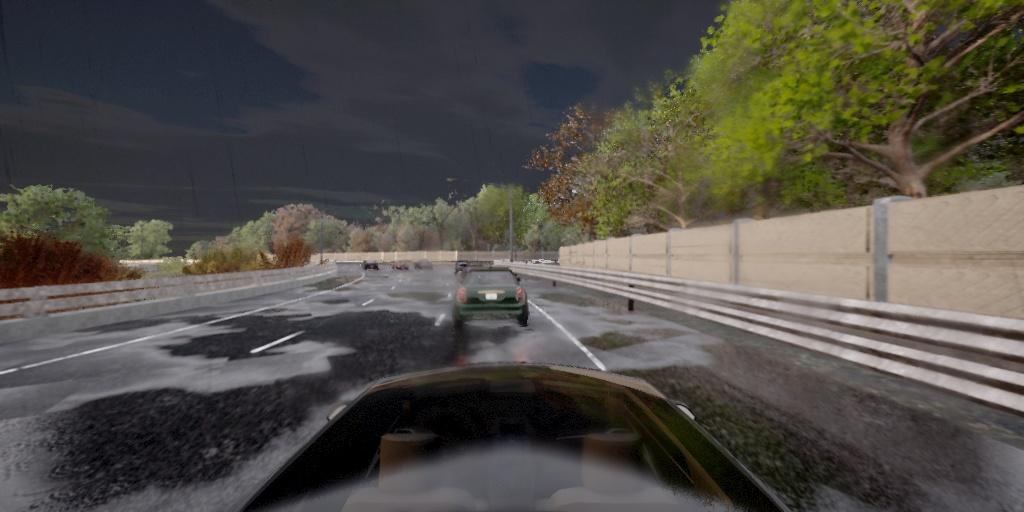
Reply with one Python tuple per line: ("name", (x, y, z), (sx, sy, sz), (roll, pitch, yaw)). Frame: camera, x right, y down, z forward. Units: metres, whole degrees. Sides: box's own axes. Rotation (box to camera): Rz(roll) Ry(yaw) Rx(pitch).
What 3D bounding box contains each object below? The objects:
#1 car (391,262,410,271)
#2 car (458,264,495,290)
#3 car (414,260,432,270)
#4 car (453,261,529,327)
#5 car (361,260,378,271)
("car", (-16.177, 1.462, 51.736), (1.895, 1.301, 4.718), (0, 0, -28))
("car", (-2.560, 1.331, 24.496), (2.033, 1.411, 5.357), (0, 0, -11))
("car", (-13.325, 1.345, 53.730), (2.128, 1.511, 4.902), (0, 0, -28))
("car", (-0.734, 1.114, 11.758), (2.097, 1.767, 4.553), (0, 0, -5))
("car", (-21.526, 1.361, 54.125), (1.882, 1.535, 5.008), (0, 0, -30))
